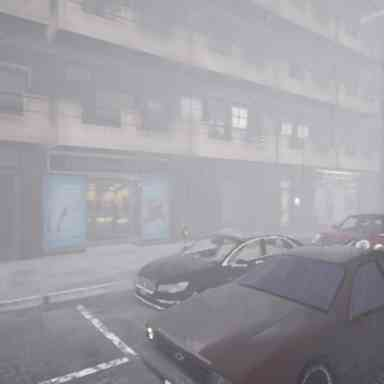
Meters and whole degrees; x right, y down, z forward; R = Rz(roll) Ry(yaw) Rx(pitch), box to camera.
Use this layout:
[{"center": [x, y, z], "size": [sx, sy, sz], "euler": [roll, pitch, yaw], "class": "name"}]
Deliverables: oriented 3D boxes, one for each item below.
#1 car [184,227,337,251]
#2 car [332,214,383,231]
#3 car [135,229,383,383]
[{"center": [0.915, 1.549, 7.206], "size": [4.403, 1.369, 2.008], "euler": [0, 0, -35], "class": "car"}, {"center": [5.543, 1.435, 10.504], "size": [4.097, 1.590, 1.967], "euler": [0, 0, -35], "class": "car"}, {"center": [1.986, 1.546, 4.781], "size": [5.357, 1.411, 2.033], "euler": [0, 0, -35], "class": "car"}]
